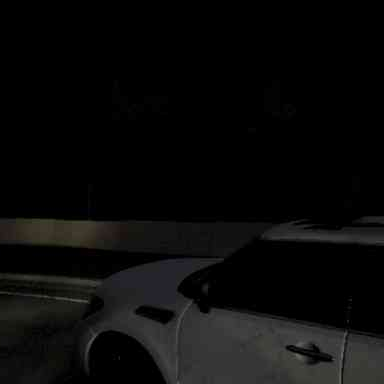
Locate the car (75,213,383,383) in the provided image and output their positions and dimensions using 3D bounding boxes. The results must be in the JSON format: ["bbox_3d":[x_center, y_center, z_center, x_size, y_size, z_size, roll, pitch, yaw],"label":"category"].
[{"bbox_3d":[1.408,1.220,2.900,5.566,2.045,2.150,0,0,34],"label":"car"}]
